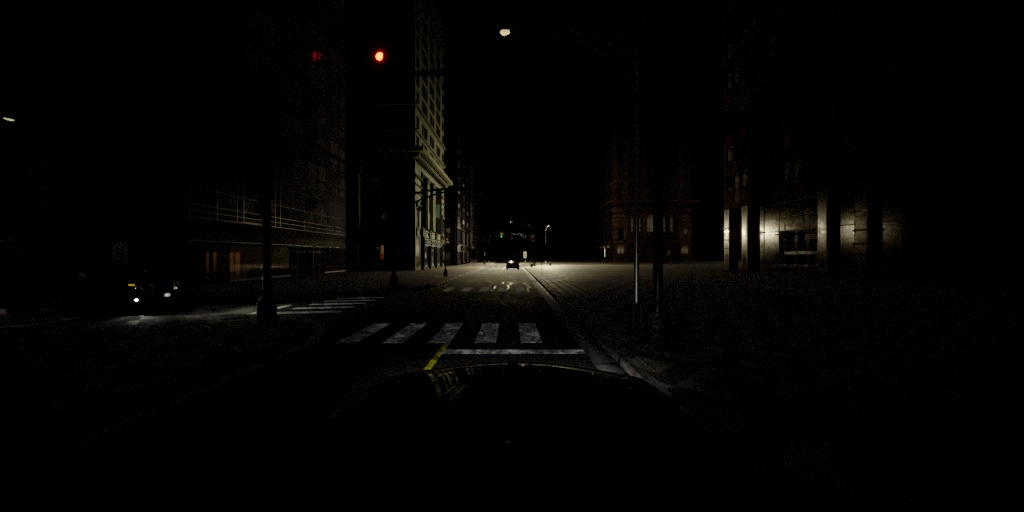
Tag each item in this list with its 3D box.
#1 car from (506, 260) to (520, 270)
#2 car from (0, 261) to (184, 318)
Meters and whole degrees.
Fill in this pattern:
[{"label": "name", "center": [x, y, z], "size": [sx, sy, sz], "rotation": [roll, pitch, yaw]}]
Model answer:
[{"label": "car", "center": [0.111, 1.325, 53.476], "size": [1.994, 1.385, 4.181], "rotation": [0, 0, 0]}, {"label": "car", "center": [-16.104, 1.192, 13.855], "size": [5.566, 2.045, 2.150], "rotation": [-1, 0, 0]}]
